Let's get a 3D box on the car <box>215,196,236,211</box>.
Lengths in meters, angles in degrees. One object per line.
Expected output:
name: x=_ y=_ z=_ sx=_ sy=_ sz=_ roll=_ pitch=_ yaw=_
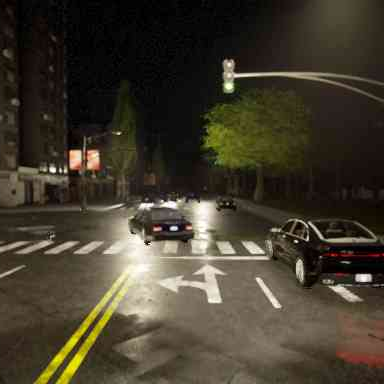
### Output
car: x=3.374 y=1.155 z=34.022 sx=2.033 sy=1.411 sz=5.357 roll=0 pitch=1 yaw=0

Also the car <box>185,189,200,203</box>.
car: x=0.136 y=0.606 z=53.617 sx=2.150 sy=2.045 sz=5.566 roll=0 pitch=1 yaw=0

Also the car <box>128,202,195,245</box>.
car: x=-1.535 y=1.377 z=14.730 sx=2.033 sy=1.411 sz=5.357 roll=0 pitch=1 yaw=-20

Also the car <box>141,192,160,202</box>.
car: x=-6.539 y=0.911 z=50.496 sx=2.128 sy=1.511 sz=4.902 roll=0 pitch=1 yaw=0

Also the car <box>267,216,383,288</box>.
car: x=3.356 y=1.402 z=8.922 sx=1.837 sy=1.490 sz=4.892 roll=0 pitch=1 yaw=0

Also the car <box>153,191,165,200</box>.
car: x=-6.460 y=0.734 z=66.264 sx=1.882 sy=1.535 sz=5.008 roll=0 pitch=2 yaw=0

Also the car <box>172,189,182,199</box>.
car: x=-3.210 y=0.465 z=66.520 sx=2.150 sy=2.045 sz=5.566 roll=0 pitch=2 yaw=0

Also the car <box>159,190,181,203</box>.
car: x=-3.289 y=0.911 z=50.494 sx=2.128 sy=1.511 sz=4.902 roll=0 pitch=1 yaw=0
